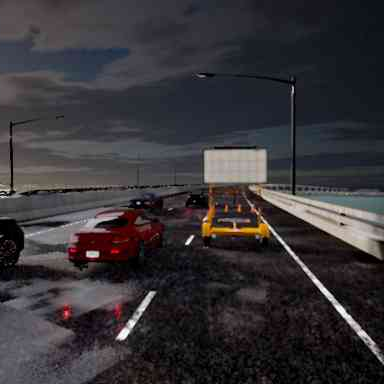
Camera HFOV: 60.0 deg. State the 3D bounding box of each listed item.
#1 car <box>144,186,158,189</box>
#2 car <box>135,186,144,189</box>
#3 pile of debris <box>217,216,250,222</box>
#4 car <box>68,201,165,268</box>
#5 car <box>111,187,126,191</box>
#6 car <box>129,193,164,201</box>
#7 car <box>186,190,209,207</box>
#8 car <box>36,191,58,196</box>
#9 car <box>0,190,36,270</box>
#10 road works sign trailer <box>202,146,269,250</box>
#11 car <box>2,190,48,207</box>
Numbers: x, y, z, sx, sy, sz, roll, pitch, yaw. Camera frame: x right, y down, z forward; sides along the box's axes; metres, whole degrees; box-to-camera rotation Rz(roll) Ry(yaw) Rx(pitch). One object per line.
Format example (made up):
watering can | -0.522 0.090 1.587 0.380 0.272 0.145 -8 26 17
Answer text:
car | -8.378 -0.542 72.550 1.812 1.442 4.674 0 2 8
car | -11.540 -0.645 75.245 1.837 1.490 4.892 0 2 8
pile of debris | 2.454 1.595 19.575 1.860 0.140 1.500 0 2 7
car | -2.073 1.239 10.122 1.812 1.442 4.674 0 2 7
car | -15.615 -0.467 71.316 2.033 1.411 5.357 0 2 8
car | -3.612 0.786 26.887 2.033 1.411 5.357 0 2 7
car | 0.545 0.570 32.009 2.128 1.511 4.902 0 2 7
car | -13.872 0.698 31.135 2.033 1.411 5.357 0 2 7
car | -5.962 1.038 6.940 2.150 2.045 5.566 0 2 7
road works sign trailer | 1.626 0.095 12.577 2.380 3.560 2.880 0 2 7
car | -17.012 0.578 34.205 1.837 1.490 4.892 0 2 7
